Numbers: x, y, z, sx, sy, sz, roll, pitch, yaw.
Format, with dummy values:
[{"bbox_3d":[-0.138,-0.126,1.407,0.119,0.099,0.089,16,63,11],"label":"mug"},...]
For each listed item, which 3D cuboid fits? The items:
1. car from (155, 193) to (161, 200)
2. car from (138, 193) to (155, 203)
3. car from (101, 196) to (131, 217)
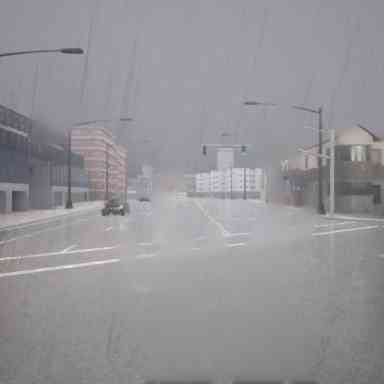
[{"bbox_3d":[-8.633,1.084,81.366,2.097,1.767,4.553,0,-1,-2],"label":"car"},{"bbox_3d":[-7.944,1.146,56.895,1.994,1.385,4.181,0,1,-2],"label":"car"},{"bbox_3d":[-7.242,1.374,31.914,2.097,1.767,4.553,0,1,-2],"label":"car"}]
